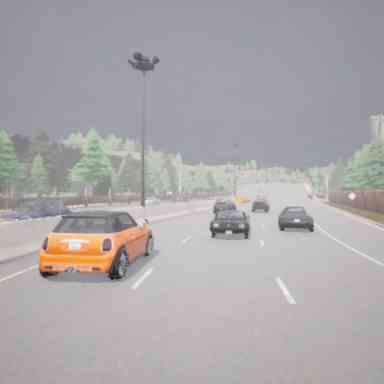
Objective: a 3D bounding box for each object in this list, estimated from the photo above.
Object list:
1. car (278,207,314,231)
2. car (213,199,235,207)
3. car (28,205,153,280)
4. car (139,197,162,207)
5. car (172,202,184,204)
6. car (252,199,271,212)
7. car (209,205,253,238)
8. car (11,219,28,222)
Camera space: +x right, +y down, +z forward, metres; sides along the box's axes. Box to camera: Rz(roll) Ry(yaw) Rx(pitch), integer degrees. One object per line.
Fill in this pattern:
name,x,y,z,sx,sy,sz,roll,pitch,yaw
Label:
car,6.474,1.606,20.948,1.994,1.385,4.181,0,0,14
car,3.599,1.525,36.333,2.128,1.511,4.902,0,0,17
car,-2.612,1.342,10.178,2.097,1.767,4.553,0,0,6
car,-6.415,1.512,52.216,1.812,1.442,4.674,0,0,17
car,-2.047,1.536,54.568,1.812,1.442,4.674,0,0,17
car,8.272,1.565,39.738,1.837,1.490,4.892,0,0,17
car,2.152,1.619,17.834,1.895,1.301,4.718,0,0,11
car,-8.611,1.314,18.437,2.097,1.767,4.553,0,0,12
